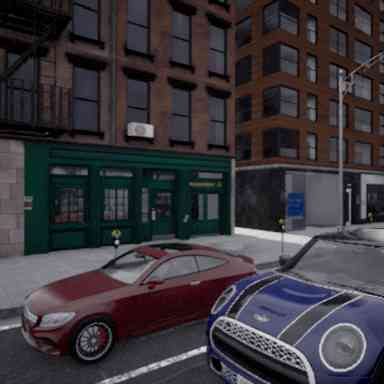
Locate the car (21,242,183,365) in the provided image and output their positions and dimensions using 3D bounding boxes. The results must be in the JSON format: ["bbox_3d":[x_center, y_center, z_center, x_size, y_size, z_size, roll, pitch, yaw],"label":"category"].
[{"bbox_3d":[-0.598,1.592,5.768,4.206,1.307,1.802,0,0,-36],"label":"car"}]

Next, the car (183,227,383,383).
[{"bbox_3d":[2.387,1.367,4.659,4.553,1.767,2.097,0,0,-36],"label":"car"}]
